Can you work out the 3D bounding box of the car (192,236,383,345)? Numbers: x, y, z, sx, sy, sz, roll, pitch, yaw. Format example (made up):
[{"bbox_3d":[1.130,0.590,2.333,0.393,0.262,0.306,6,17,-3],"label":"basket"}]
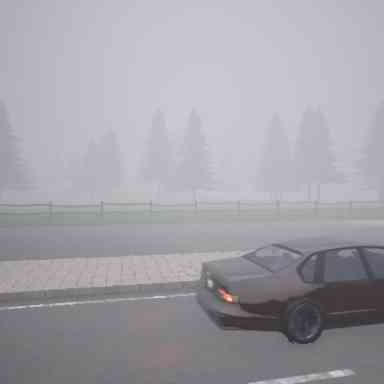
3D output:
[{"bbox_3d":[2.733,1.544,6.019,5.357,1.411,2.033,0,0,-13],"label":"car"}]
